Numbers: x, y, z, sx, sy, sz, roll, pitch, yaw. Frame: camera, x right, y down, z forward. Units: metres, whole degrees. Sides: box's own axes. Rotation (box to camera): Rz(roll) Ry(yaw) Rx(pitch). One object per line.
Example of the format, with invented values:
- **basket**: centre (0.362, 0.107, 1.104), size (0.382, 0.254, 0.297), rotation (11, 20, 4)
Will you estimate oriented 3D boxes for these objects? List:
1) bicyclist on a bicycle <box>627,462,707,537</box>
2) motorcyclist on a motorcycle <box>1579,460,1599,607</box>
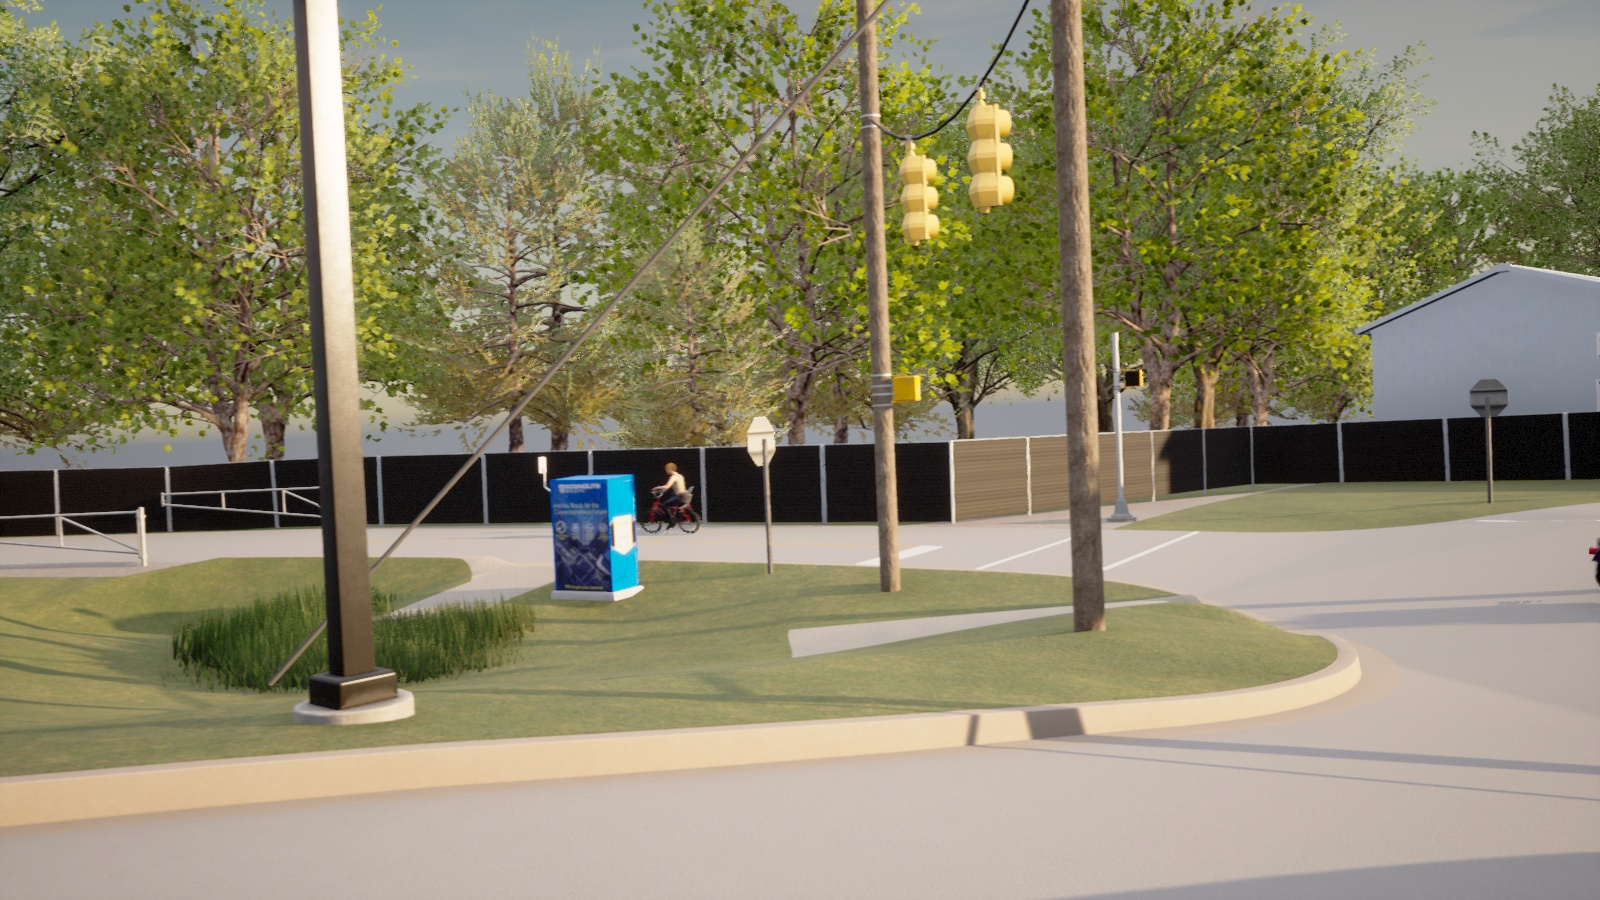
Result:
- **bicyclist on a bicycle**: centre (-3.021, 1.119, 28.511), size (1.509, 1.612, 0.866), rotation (-2, 3, 21)
- **motorcyclist on a motorcycle**: centre (10.001, 0.888, 13.681), size (0.766, 1.649, 2.350), rotation (-4, -1, -37)
